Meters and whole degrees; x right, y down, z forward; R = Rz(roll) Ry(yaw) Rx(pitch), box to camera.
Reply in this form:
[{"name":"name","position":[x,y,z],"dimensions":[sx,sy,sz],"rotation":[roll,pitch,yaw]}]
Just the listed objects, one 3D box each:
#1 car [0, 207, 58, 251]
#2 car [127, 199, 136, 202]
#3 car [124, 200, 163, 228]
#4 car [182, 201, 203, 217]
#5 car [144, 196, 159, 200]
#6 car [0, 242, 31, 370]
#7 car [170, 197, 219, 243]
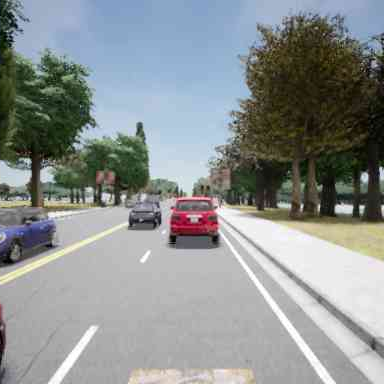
[{"name":"car","position":[-6.601,1.379,11.897],"dimensions":[2.097,1.767,4.553],"rotation":[0,0,0]},{"name":"car","position":[-9.810,1.952,54.642],"dimensions":[2.128,1.511,4.902],"rotation":[0,-1,0]},{"name":"car","position":[-3.153,1.583,23.135],"dimensions":[2.128,1.511,4.902],"rotation":[0,0,0]},{"name":"car","position":[0.077,1.743,34.841],"dimensions":[2.033,1.411,5.357],"rotation":[0,-1,0]},{"name":"car","position":[-6.558,1.676,54.447],"dimensions":[2.150,2.045,5.566],"rotation":[0,-1,1]},{"name":"car","position":[-3.150,1.479,1.998],"dimensions":[1.882,1.535,5.008],"rotation":[0,0,0]},{"name":"car","position":[0.098,1.269,16.395],"dimensions":[2.150,2.045,5.566],"rotation":[0,0,0]}]
